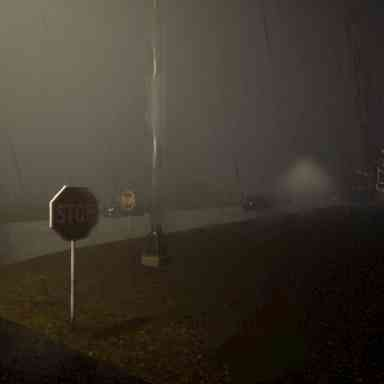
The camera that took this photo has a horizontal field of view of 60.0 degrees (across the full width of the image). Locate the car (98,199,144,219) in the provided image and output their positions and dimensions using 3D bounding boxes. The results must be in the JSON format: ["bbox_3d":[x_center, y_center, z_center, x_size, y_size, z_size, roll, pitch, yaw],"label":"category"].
[{"bbox_3d":[-6.380,1.427,29.809,2.097,1.767,4.553,0,0,34],"label":"car"}]

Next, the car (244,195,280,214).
[{"bbox_3d":[7.956,1.364,38.599,2.150,2.045,5.566,0,0,34],"label":"car"}]

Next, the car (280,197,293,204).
[{"bbox_3d":[19.208,1.733,67.976,2.128,1.511,4.902,0,0,34],"label":"car"}]
